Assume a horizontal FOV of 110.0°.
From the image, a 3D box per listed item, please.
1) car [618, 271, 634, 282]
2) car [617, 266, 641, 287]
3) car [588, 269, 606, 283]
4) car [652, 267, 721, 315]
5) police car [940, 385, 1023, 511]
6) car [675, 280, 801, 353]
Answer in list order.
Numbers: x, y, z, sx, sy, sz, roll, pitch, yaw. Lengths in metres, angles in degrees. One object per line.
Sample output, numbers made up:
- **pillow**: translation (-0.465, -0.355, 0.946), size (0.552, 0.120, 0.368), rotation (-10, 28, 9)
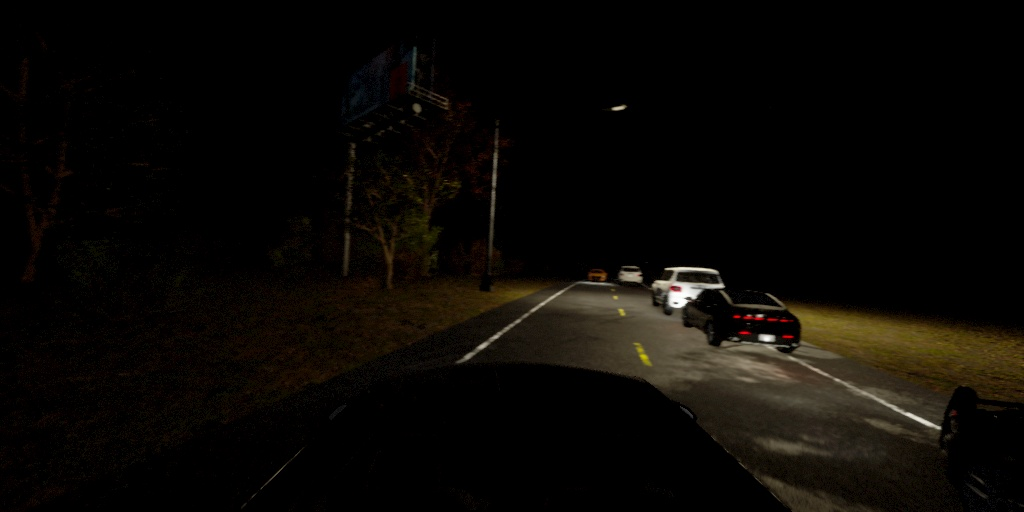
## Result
- **car**: translation (15.789, 2.839, 49.963), size (1.994, 1.385, 4.181), rotation (3, -1, 17)
- **car**: translation (12.596, 2.136, 38.395), size (2.150, 2.045, 5.566), rotation (3, -1, 16)
- **car**: translation (10.251, 2.337, 43.089), size (1.882, 1.535, 5.008), rotation (3, -1, 16)
- **car**: translation (7.875, 1.561, 16.438), size (2.150, 2.045, 5.566), rotation (3, -1, 14)
- **police car**: translation (4.208, 1.396, 1.000), size (1.930, 1.638, 5.238), rotation (3, -1, 13)
- **car**: translation (6.439, 1.695, 10.597), size (1.837, 1.490, 4.892), rotation (3, -1, 14)
